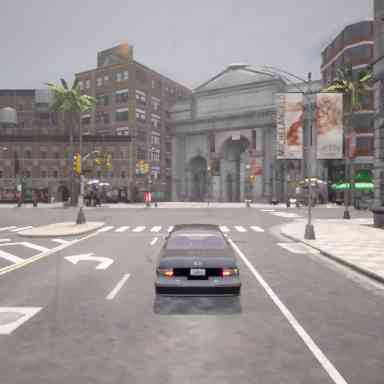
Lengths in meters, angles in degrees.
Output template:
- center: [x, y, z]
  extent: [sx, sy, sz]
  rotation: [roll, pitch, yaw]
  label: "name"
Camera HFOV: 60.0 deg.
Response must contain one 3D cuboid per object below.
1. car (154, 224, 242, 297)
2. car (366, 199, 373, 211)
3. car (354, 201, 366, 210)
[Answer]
- center: [0.111, 1.547, 8.741]
  extent: [2.033, 1.411, 5.357]
  rotation: [0, 0, 0]
  label: "car"
- center: [22.705, 1.526, 37.468]
  extent: [4.674, 1.442, 1.812]
  rotation: [0, 0, 1]
  label: "car"
- center: [22.279, 1.564, 40.966]
  extent: [4.181, 1.385, 1.994]
  rotation: [0, 0, 0]
  label: "car"
